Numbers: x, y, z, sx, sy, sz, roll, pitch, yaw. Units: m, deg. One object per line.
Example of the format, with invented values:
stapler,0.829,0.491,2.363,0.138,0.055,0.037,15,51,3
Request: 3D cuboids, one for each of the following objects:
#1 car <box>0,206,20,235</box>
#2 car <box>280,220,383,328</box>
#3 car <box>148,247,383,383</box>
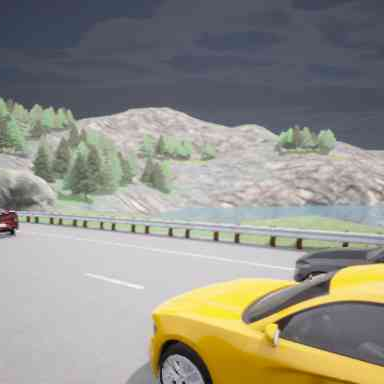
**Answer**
car,-10.589,1.364,16.536,5.008,1.535,1.882,0,1,35
car,4.037,1.380,5.454,4.674,1.442,1.812,0,1,40
car,1.736,1.403,2.843,5.008,1.535,1.882,0,1,40
